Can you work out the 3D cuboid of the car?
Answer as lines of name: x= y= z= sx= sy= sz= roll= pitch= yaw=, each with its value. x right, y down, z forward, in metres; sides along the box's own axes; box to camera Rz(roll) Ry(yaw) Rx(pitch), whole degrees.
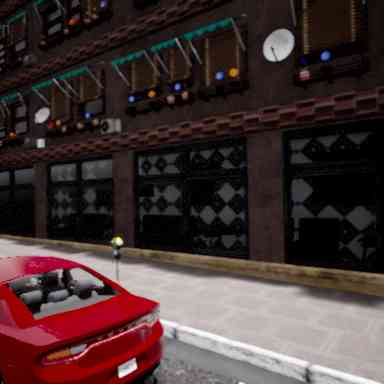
car: x=-2.430 y=1.545 z=4.485 sx=4.507 sy=1.381 sz=1.887 roll=0 pitch=-1 yaw=36
